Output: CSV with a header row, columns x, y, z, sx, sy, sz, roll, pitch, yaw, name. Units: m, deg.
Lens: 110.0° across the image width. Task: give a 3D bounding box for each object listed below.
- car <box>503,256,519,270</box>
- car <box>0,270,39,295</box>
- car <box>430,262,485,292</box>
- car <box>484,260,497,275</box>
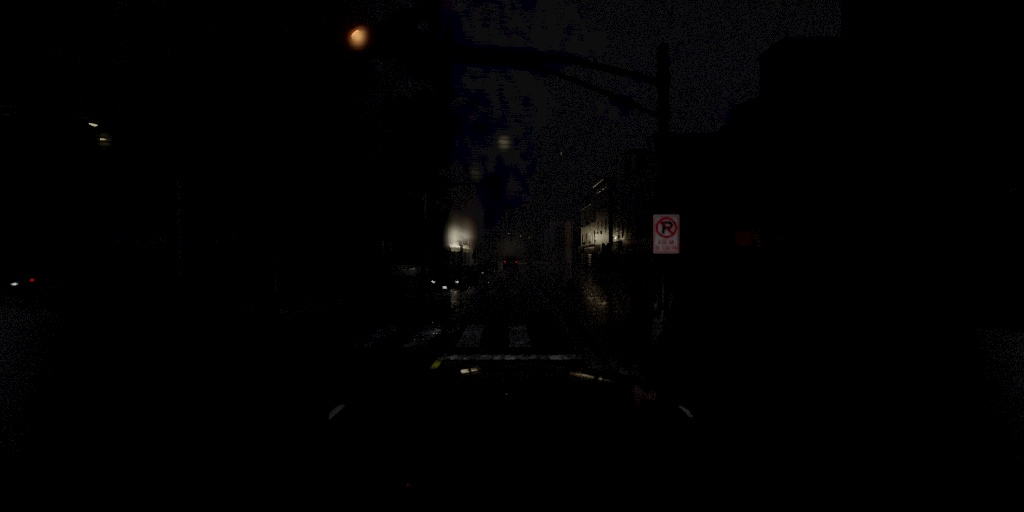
x,y,z,sx,sy,sz,roll,pitch,yaw,name
-0.193,0.984,52.561,2.150,2.045,5.566,0,0,0,car
-27.930,1.449,19.045,4.181,1.385,1.994,0,0,9,car
-3.306,1.299,21.891,2.033,1.411,5.357,0,0,7,car
-2.988,1.304,38.910,2.033,1.411,5.357,0,0,0,car
